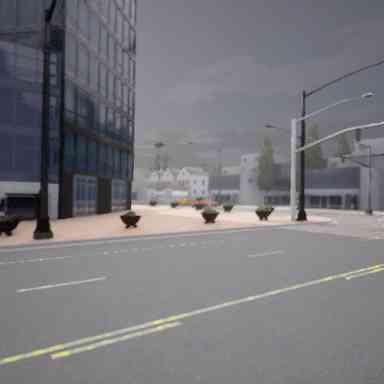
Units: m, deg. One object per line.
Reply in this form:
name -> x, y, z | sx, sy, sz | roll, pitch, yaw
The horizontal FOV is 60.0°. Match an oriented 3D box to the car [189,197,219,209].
car -> 2.031, 1.611, 49.647 | 2.097, 1.767, 4.553 | 1, -1, -35

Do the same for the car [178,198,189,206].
car -> -1.061, 1.826, 61.712 | 1.882, 1.535, 5.008 | 1, -1, -22
